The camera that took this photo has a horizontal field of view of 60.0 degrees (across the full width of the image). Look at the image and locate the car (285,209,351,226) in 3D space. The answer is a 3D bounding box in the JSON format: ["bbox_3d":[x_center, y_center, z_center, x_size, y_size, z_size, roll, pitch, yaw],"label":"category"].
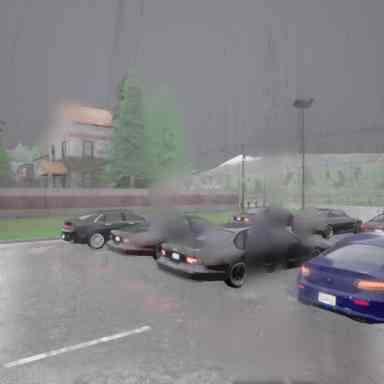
[{"bbox_3d":[7.161,1.564,17.455,4.181,1.385,1.994,0,0,-35],"label":"car"}]

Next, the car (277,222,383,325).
[{"bbox_3d":[4.012,1.526,6.600,4.674,1.442,1.812,0,0,-35],"label":"car"}]

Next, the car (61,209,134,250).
[{"bbox_3d":[-3.069,1.505,14.461,4.892,1.490,1.837,0,0,-35],"label":"car"}]

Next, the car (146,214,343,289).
[{"bbox_3d":[1.665,1.547,9.230,5.357,1.411,2.033,0,0,-35],"label":"car"}]

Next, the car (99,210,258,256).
[{"bbox_3d":[-0.337,1.547,12.103,5.357,1.411,2.033,0,0,-36],"label":"car"}]

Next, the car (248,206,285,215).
[{"bbox_3d":[4.654,1.547,19.961,5.357,1.411,2.033,0,0,-35],"label":"car"}]

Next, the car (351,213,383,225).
[{"bbox_3d":[9.188,1.564,14.596,4.181,1.385,1.994,0,0,-35],"label":"car"}]
